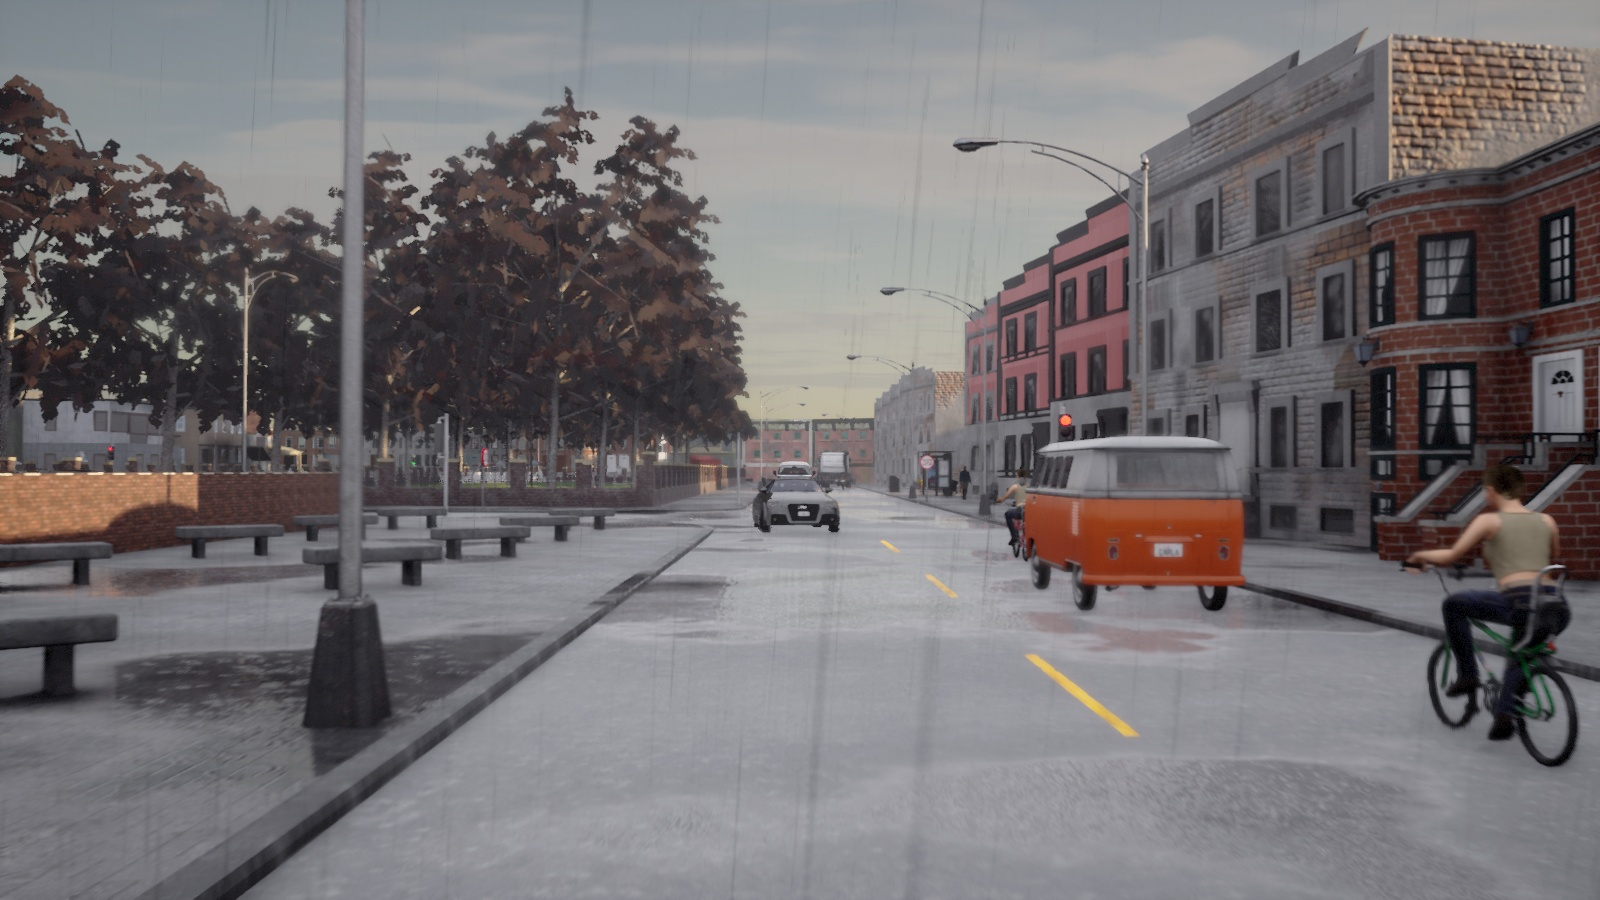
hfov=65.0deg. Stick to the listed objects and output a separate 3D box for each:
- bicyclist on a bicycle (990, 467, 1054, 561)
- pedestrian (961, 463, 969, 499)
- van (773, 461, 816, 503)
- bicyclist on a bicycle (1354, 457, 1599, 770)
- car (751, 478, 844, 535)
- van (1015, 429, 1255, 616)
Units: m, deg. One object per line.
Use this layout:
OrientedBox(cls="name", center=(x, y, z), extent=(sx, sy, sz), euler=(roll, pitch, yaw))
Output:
OrientedBox(cls="bicyclist on a bicycle", center=(3.932, 1.110, 22.358), extent=(0.866, 1.612, 1.509), euler=(0, -1, 0))
OrientedBox(cls="pedestrian", center=(8.458, 1.570, 64.463), extent=(0.402, 1.842, 0.726), euler=(0, -1, 6))
OrientedBox(cls="van", center=(-0.264, 1.598, 63.239), extent=(2.069, 2.038, 4.480), euler=(0, -1, 0))
OrientedBox(cls="bicyclist on a bicycle", center=(3.978, 0.857, 7.255), extent=(0.866, 1.612, 1.509), euler=(0, -1, 0))
OrientedBox(cls="car", center=(-0.129, 1.432, 33.063), extent=(1.994, 1.385, 4.181), euler=(0, -1, -6))
OrientedBox(cls="van", center=(3.955, 0.813, 15.622), extent=(1.775, 1.987, 4.442), euler=(0, -1, 0))
